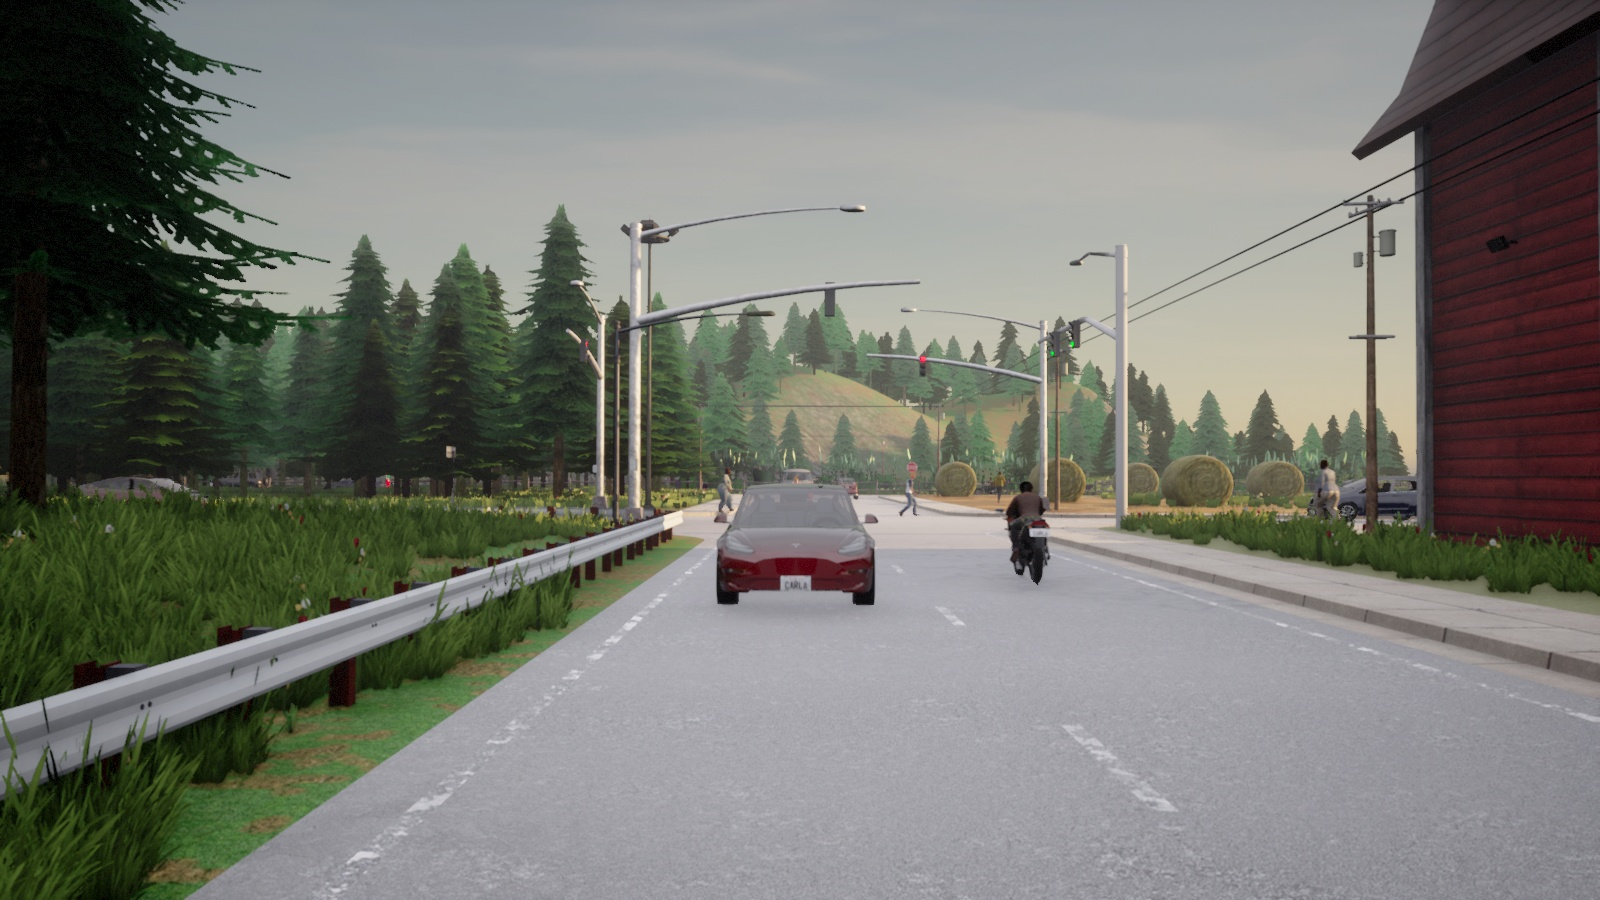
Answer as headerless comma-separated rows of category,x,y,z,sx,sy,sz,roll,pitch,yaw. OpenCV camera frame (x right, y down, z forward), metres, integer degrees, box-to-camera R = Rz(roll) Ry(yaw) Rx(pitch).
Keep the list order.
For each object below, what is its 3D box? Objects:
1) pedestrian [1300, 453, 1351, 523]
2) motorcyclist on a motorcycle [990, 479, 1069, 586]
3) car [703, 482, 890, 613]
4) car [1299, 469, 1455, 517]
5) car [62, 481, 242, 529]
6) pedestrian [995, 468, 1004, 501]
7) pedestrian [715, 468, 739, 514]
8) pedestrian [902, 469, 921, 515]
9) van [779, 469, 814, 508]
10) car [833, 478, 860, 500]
pedestrian,14.038,1.013,33.569,0.874,1.855,0.900,0,-1,-19
motorcyclist on a motorcycle,3.451,1.208,19.064,0.797,1.523,2.044,0,-1,0
car,-0.044,1.193,16.944,2.163,1.488,4.792,0,-1,0
car,20.884,1.548,45.568,4.611,1.667,2.242,0,-1,-1
car,-21.176,1.781,41.190,4.792,1.488,2.163,0,-1,-1
pedestrian,11.090,1.931,69.670,0.370,1.835,0.726,-1,-1,19
pedestrian,-2.945,1.652,50.695,0.900,1.855,0.874,0,-1,2
pedestrian,4.445,1.677,49.947,0.706,1.836,0.354,0,-1,8
van,-0.170,2.017,65.923,1.775,1.987,4.442,0,-1,0
car,3.272,2.740,89.359,1.789,1.549,3.705,0,-1,0
